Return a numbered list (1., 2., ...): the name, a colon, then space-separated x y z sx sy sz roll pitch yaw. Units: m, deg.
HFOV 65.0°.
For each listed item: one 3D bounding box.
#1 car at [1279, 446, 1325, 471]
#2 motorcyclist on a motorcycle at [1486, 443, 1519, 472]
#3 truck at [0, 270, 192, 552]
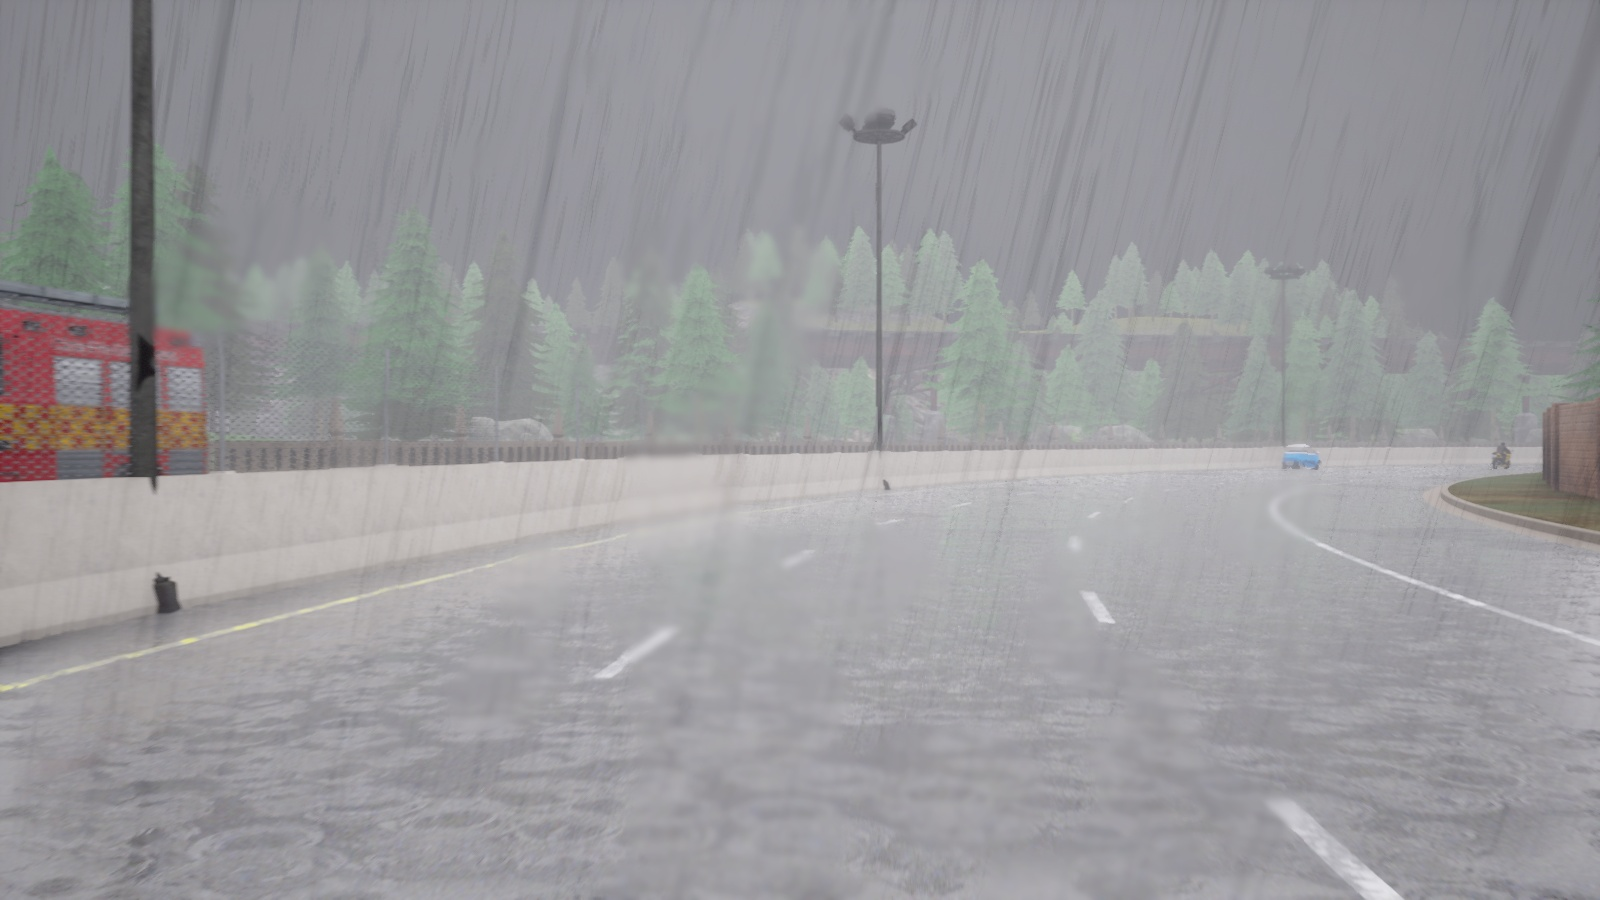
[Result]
1. car: 27.384 0.452 68.474 2.207 1.376 1.481 -1 0 -43
2. motorcyclist on a motorcycle: 38.423 0.393 68.693 2.044 1.523 0.797 0 1 -37
3. truck: -12.348 -0.531 17.049 2.891 3.827 8.468 0 0 11
